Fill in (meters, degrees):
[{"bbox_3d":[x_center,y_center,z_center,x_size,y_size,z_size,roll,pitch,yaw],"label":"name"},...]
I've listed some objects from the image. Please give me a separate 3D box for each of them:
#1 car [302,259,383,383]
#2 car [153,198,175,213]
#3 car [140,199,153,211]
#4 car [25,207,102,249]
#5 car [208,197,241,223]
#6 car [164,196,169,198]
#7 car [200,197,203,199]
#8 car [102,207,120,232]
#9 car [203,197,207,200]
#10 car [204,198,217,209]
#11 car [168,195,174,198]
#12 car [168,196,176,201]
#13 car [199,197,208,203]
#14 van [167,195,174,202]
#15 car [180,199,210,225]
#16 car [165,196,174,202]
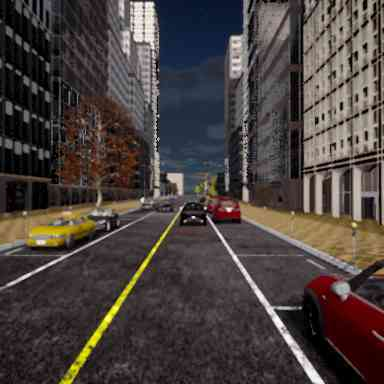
[{"bbox_3d":[2.694,1.457,3.711,1.967,1.590,4.097,0,0,0],"label":"car"},{"bbox_3d":[-3.094,1.718,38.952,1.994,1.385,4.181,0,0,0],"label":"car"},{"bbox_3d":[-5.688,1.722,43.567,2.008,1.369,4.403,0,0,0],"label":"car"},{"bbox_3d":[-5.687,1.588,14.934,1.752,1.417,4.829,0,0,0],"label":"car"},{"bbox_3d":[2.694,1.423,26.480,2.192,1.841,5.009,0,0,0],"label":"car"},{"bbox_3d":[-5.689,1.810,60.642,1.802,1.307,4.206,0,0,0],"label":"car"},{"bbox_3d":[0.099,1.670,42.188,2.163,1.488,4.792,0,0,0],"label":"car"},{"bbox_3d":[-5.688,1.637,20.798,2.008,1.369,4.403,0,0,0],"label":"car"},{"bbox_3d":[2.694,1.466,37.864,2.192,1.841,5.009,0,0,0],"label":"car"},{"bbox_3d":[2.692,1.717,49.417,1.752,1.417,4.829,0,0,0],"label":"car"},{"bbox_3d":[-5.690,1.815,72.028,2.008,1.369,4.403,0,0,0],"label":"car"},{"bbox_3d":[-5.691,1.913,94.797,1.802,1.307,4.206,0,0,0],"label":"car"},{"bbox_3d":[2.691,1.847,77.708,1.947,1.339,4.313,0,0,0],"label":"car"},{"bbox_3d":[-5.690,1.656,89.106,1.690,1.788,3.998,0,0,0],"label":"van"},{"bbox_3d":[0.100,1.581,25.239,1.882,1.535,5.008,0,0,0],"label":"car"},{"bbox_3d":[-5.690,1.843,83.412,1.887,1.381,4.507,0,0,0],"label":"car"}]
